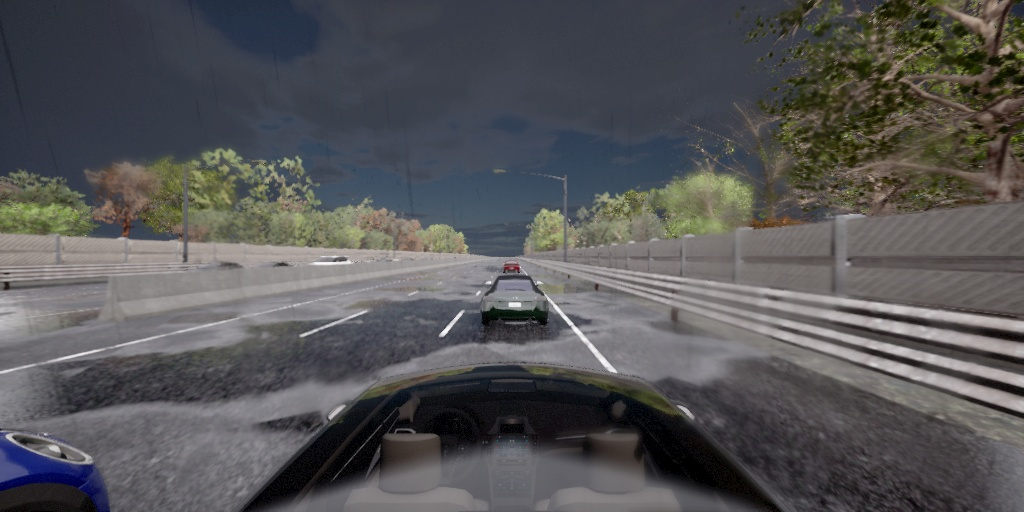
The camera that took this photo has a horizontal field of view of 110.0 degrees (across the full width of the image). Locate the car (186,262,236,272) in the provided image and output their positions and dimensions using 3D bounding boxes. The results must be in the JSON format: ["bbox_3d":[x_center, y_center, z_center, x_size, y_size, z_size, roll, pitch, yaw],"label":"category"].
[{"bbox_3d":[-24.694,1.264,30.070,1.837,1.490,4.892,0,0,0],"label":"car"}]

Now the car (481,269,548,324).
[{"bbox_3d":[0.073,1.316,11.906,1.994,1.385,4.181,0,0,0],"label":"car"}]

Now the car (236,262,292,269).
[{"bbox_3d":[-21.198,1.264,31.441,1.837,1.490,4.892,0,0,0],"label":"car"}]

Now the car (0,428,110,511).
[{"bbox_3d":[-3.407,1.101,0.170,2.097,1.767,4.553,0,0,0],"label":"car"}]

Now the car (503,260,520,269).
[{"bbox_3d":[-0.053,1.235,43.643,1.882,1.535,5.008,0,0,0],"label":"car"}]

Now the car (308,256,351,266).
[{"bbox_3d":[-17.712,0.979,34.933,2.150,2.045,5.566,0,0,0],"label":"car"}]
